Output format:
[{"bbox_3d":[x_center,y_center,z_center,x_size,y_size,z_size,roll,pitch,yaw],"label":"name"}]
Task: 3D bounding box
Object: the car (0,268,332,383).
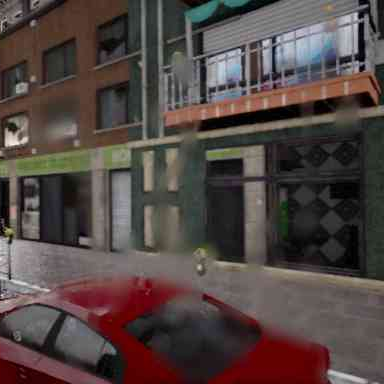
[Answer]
[{"bbox_3d":[-0.951,1.572,3.403,4.507,1.381,1.887,-1,-1,35],"label":"car"}]
